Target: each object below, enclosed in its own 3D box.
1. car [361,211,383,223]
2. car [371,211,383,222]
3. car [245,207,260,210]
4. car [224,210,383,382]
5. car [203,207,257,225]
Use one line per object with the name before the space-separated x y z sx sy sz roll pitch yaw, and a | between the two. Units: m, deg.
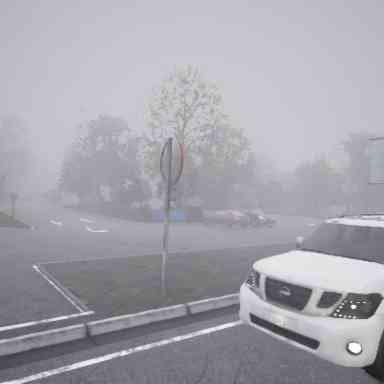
car | 25.350 3.397 44.390 2.002 1.452 4.674 3 -2 -35
car | 28.028 3.495 46.275 2.231 1.521 4.892 3 -2 -35
car | 5.466 2.211 30.407 2.185 1.767 4.553 3 -2 -35
car | 3.420 1.464 6.094 5.566 2.045 2.150 3 -1 -36
car | 2.914 2.245 28.518 2.002 1.452 4.674 3 -2 -36
